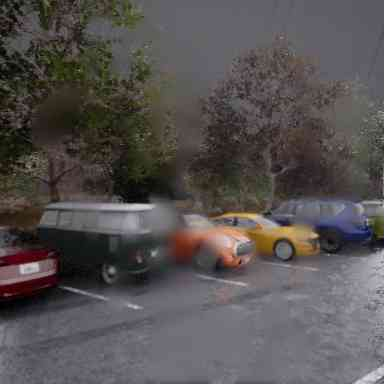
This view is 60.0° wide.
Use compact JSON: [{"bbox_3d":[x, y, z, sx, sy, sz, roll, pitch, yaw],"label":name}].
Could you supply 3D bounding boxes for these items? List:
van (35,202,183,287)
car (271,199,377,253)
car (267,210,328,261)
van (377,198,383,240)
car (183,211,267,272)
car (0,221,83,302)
[{"bbox_3d":[-2.663,1.293,9.406,4.442,1.987,1.878,-1,-1,35],"label":"van"},{"bbox_3d":[4.646,1.348,14.514,5.566,2.045,2.435,-1,-1,34],"label":"car"},{"bbox_3d":[2.259,1.573,12.787,5.008,1.535,2.097,-1,-1,35],"label":"car"},{"bbox_3d":[6.986,1.398,16.273,4.442,1.987,1.878,-1,-1,35],"label":"van"},{"bbox_3d":[-0.176,1.421,11.081,4.553,1.767,2.185,-1,-1,35],"label":"car"},{"bbox_3d":[-5.005,1.518,7.640,4.792,1.488,2.163,-1,-1,34],"label":"car"}]
